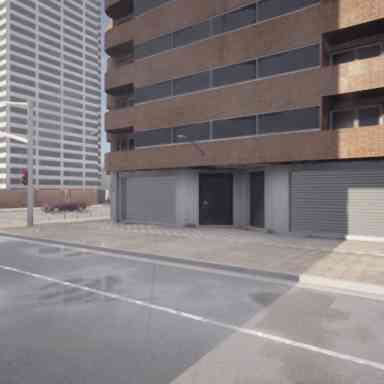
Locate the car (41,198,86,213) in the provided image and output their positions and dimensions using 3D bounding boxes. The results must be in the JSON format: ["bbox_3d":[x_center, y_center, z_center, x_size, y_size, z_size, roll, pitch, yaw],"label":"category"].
[{"bbox_3d":[-14.137,1.474,36.903,1.882,1.535,5.008,0,0,35],"label":"car"}]
